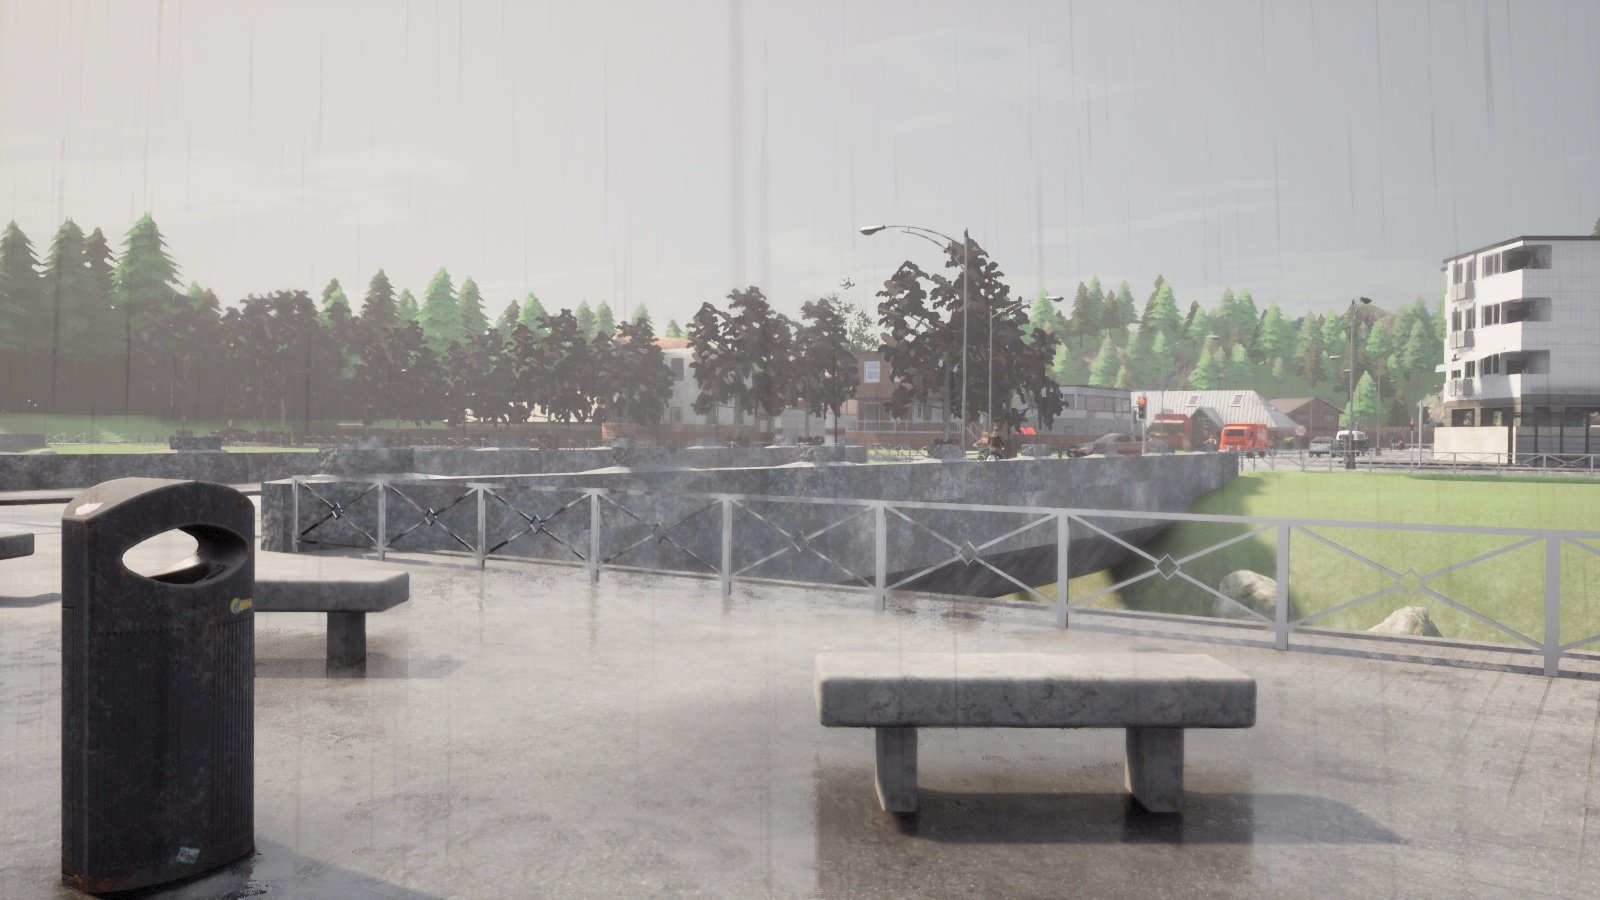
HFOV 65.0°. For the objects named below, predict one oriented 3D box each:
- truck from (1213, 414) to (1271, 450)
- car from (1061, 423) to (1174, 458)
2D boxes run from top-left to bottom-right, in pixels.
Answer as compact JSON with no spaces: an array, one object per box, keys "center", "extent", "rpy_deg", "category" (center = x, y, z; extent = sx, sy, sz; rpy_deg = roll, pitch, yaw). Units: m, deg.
[{"center":[31.226,-1.248,88.597],"extent":[2.627,2.467,5.204],"rpy_deg":[0,1,34],"category":"truck"},{"center":[15.780,-0.485,62.414],"extent":[5.027,1.651,2.152],"rpy_deg":[-1,1,-15],"category":"car"}]
